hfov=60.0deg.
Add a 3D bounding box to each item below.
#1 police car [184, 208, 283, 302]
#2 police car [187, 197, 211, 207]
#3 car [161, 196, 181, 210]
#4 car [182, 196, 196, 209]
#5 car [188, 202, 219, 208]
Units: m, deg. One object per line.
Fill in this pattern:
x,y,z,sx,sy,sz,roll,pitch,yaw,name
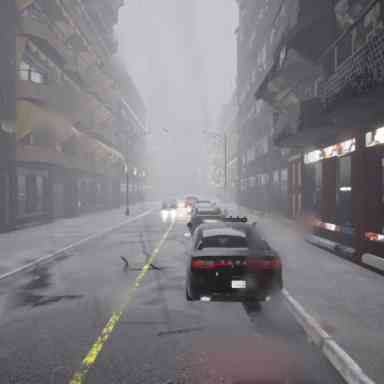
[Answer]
0.825,1.427,8.452,1.930,1.638,5.238,0,0,0,police car
0.825,1.434,24.453,1.930,1.638,5.238,0,0,0,police car
-2.849,1.517,43.114,2.128,1.511,4.902,0,0,0,car
0.033,1.382,47.137,2.097,1.767,4.553,0,0,0,car
0.825,1.511,18.343,1.837,1.490,4.892,0,0,0,car
